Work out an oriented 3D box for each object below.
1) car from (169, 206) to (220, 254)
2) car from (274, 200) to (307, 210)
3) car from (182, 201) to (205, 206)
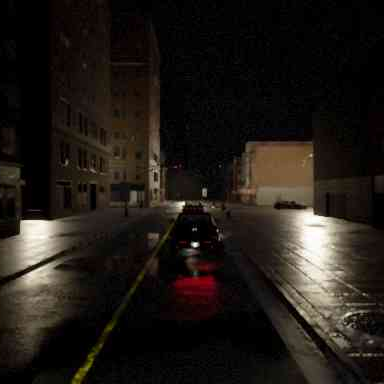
[{"bbox_3d":[0.100,1.539,13.721,1.837,1.490,4.892,0,0,0],"label":"car"},{"bbox_3d":[13.219,1.805,44.938,4.313,1.339,1.947,0,-1,0],"label":"car"},{"bbox_3d":[0.099,1.563,29.597,2.128,1.511,4.902,0,0,0],"label":"car"}]
